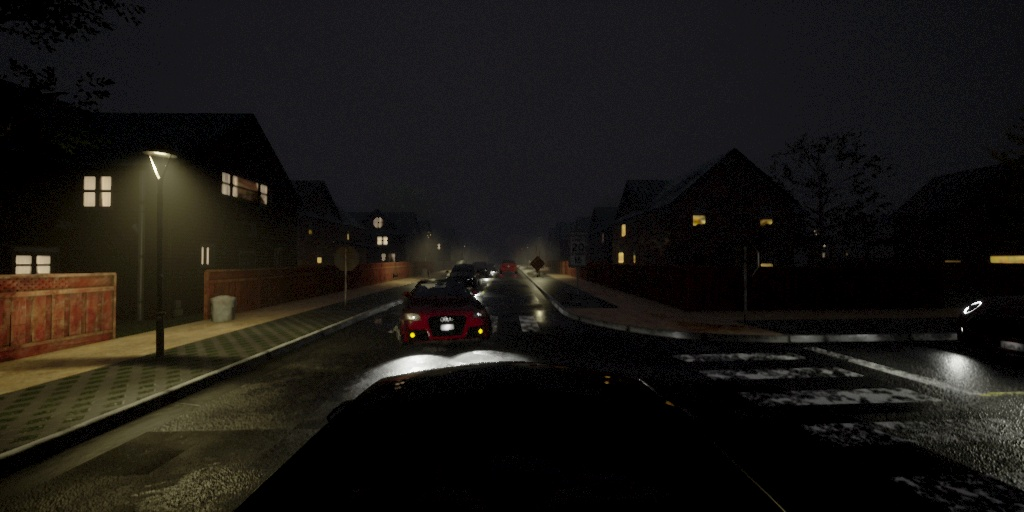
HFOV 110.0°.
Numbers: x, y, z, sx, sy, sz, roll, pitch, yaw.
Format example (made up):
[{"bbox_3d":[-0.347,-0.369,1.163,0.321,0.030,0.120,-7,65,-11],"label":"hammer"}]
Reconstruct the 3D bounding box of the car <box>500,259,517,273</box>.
[{"bbox_3d":[-0.442,1.257,45.334,2.097,1.767,4.553,0,0,-1],"label":"car"}]

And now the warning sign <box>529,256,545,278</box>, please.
[{"bbox_3d":[2.169,0.933,30.298,1.300,1.860,1.060,0,0,-1],"label":"warning sign"}]

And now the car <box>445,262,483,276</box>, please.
[{"bbox_3d":[-3.107,1.293,23.157,1.837,1.490,4.892,0,0,-1],"label":"car"}]

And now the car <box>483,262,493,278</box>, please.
[{"bbox_3d":[-3.266,1.327,36.124,1.882,1.535,5.008,0,-1,-1],"label":"car"}]

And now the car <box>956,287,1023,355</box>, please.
[{"bbox_3d":[11.293,1.025,6.598,4.553,1.767,2.097,0,-1,-2],"label":"car"}]

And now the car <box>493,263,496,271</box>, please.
[{"bbox_3d":[-3.389,1.522,52.616,1.994,1.385,4.181,0,0,-1],"label":"car"}]

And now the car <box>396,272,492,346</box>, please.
[{"bbox_3d":[-1.906,1.319,9.502,1.994,1.385,4.181,0,0,-16],"label":"car"}]
